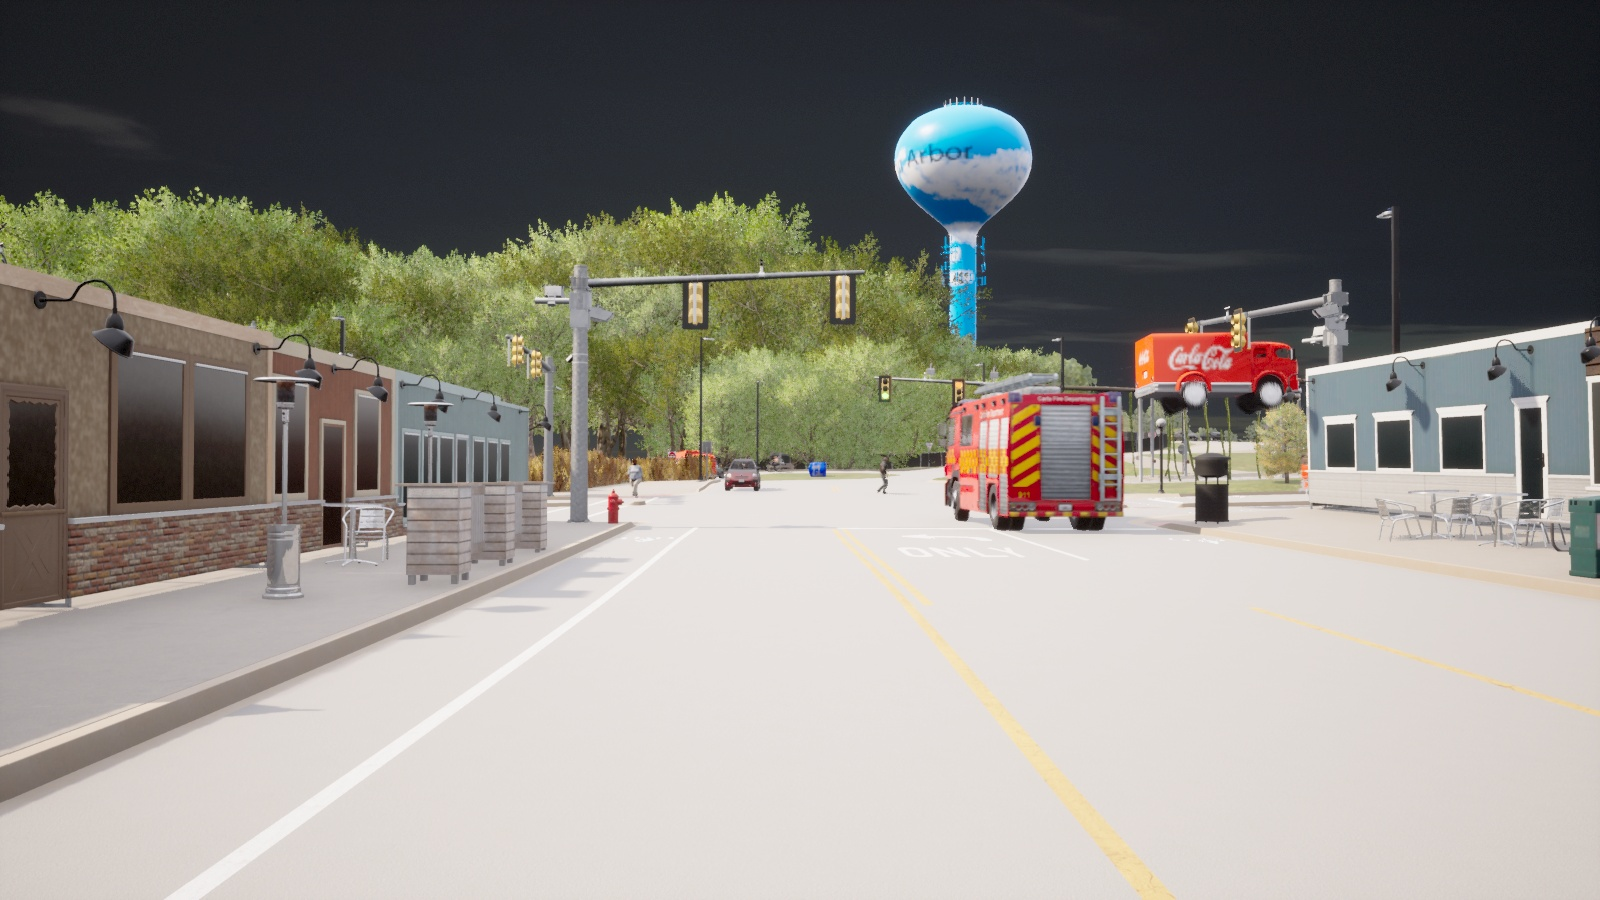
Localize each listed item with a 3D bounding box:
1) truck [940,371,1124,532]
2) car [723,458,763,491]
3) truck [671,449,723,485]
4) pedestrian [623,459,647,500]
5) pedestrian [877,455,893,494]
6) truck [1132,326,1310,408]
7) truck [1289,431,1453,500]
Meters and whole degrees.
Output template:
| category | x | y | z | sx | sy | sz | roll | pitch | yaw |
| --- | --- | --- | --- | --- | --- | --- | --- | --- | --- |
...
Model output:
| category | x | y | z | sx | sy | sz | roll | pitch | yaw |
| --- | --- | --- | --- | --- | --- | --- | --- | --- | --- |
| truck | 6.011 | 0.072 | 34.207 | 2.891 | 3.827 | 8.468 | 0 | -1 | -4 |
| car | -2.920 | 1.247 | 64.968 | 1.851 | 1.617 | 3.988 | 0 | 1 | 0 |
| truck | -8.094 | 1.369 | 98.367 | 2.627 | 2.467 | 5.204 | 3 | -5 | -21 |
| pedestrian | -7.551 | 1.346 | 57.486 | 0.874 | 1.855 | 0.900 | 0 | -1 | 11 |
| pedestrian | 4.106 | 1.163 | 60.444 | 0.720 | 1.854 | 0.376 | 0 | -1 | -4 |
| truck | 14.482 | -2.842 | 43.502 | 5.204 | 2.467 | 2.627 | -1 | -3 | 0 |
| truck | 22.495 | 0.603 | 49.637 | 5.204 | 2.467 | 2.627 | -2 | 0 | -5 |
